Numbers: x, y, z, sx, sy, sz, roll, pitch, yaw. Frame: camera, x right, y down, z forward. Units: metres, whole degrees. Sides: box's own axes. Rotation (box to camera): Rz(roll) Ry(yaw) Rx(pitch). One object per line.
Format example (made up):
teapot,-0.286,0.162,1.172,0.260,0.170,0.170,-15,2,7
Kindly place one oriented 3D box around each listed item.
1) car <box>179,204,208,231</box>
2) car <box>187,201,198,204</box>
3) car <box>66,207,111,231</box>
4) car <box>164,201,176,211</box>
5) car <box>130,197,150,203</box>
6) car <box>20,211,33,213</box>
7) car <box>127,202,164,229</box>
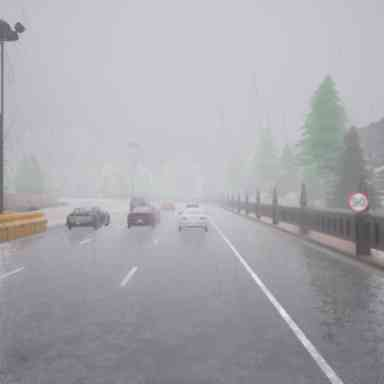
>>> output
car,0.083,1.773,22.301,1.812,1.442,4.674,0,0,0
car,0.057,2.041,46.539,1.812,1.442,4.674,0,-1,0
car,-6.906,1.744,22.630,2.128,1.511,4.902,0,-1,0
car,-3.433,2.017,48.718,1.882,1.535,5.008,0,-1,0
car,-6.953,1.716,44.459,2.150,2.045,5.566,0,0,0
car,-14.086,1.858,27.960,2.033,1.411,5.357,0,-1,0
car,-3.407,1.746,24.206,1.882,1.535,5.008,0,0,0
